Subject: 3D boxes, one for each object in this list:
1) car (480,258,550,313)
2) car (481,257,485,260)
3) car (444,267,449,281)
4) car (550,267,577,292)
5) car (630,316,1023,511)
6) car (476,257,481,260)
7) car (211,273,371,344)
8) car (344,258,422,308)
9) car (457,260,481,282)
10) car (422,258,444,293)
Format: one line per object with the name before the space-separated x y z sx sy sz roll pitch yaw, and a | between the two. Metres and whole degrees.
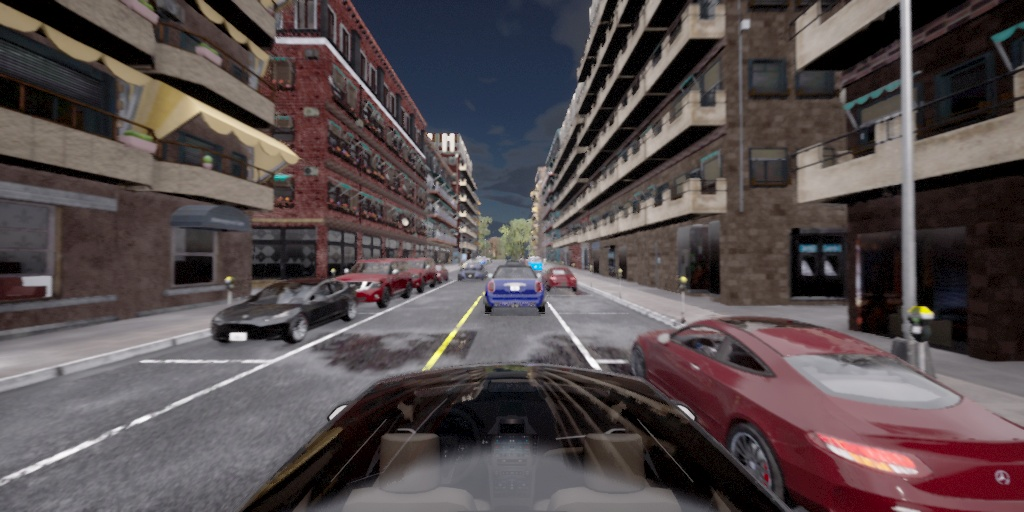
car | 0.099 1.074 13.918 2.097 1.767 4.553 0 0 0
car | -5.686 1.199 54.193 1.948 1.339 4.313 0 0 0
car | -5.687 1.277 26.337 1.802 1.307 4.207 0 0 0
car | 2.693 1.289 20.726 1.802 1.307 4.207 0 0 0
car | 2.692 1.327 4.013 1.802 1.307 4.207 0 0 0
car | -5.686 1.171 48.451 1.751 1.417 4.829 0 0 0
car | -5.688 1.298 9.624 1.948 1.339 4.313 0 0 0
car | -5.688 1.035 15.194 2.192 1.841 5.009 0 0 0
car | -3.046 1.256 28.113 1.994 1.385 4.181 0 0 0
car | -5.688 1.022 20.766 2.192 1.841 5.009 0 0 0
